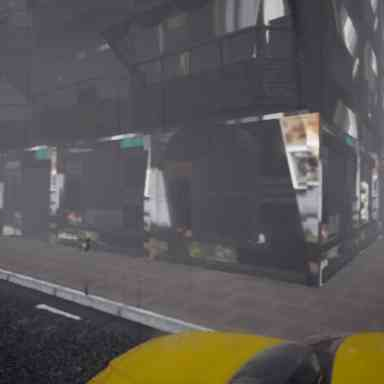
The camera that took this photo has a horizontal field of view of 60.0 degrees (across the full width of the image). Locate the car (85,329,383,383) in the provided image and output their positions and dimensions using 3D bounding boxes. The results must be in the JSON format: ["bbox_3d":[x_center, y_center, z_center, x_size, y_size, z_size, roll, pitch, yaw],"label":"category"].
[{"bbox_3d":[1.248,1.525,1.985,4.829,1.417,1.752,0,0,36],"label":"car"}]
